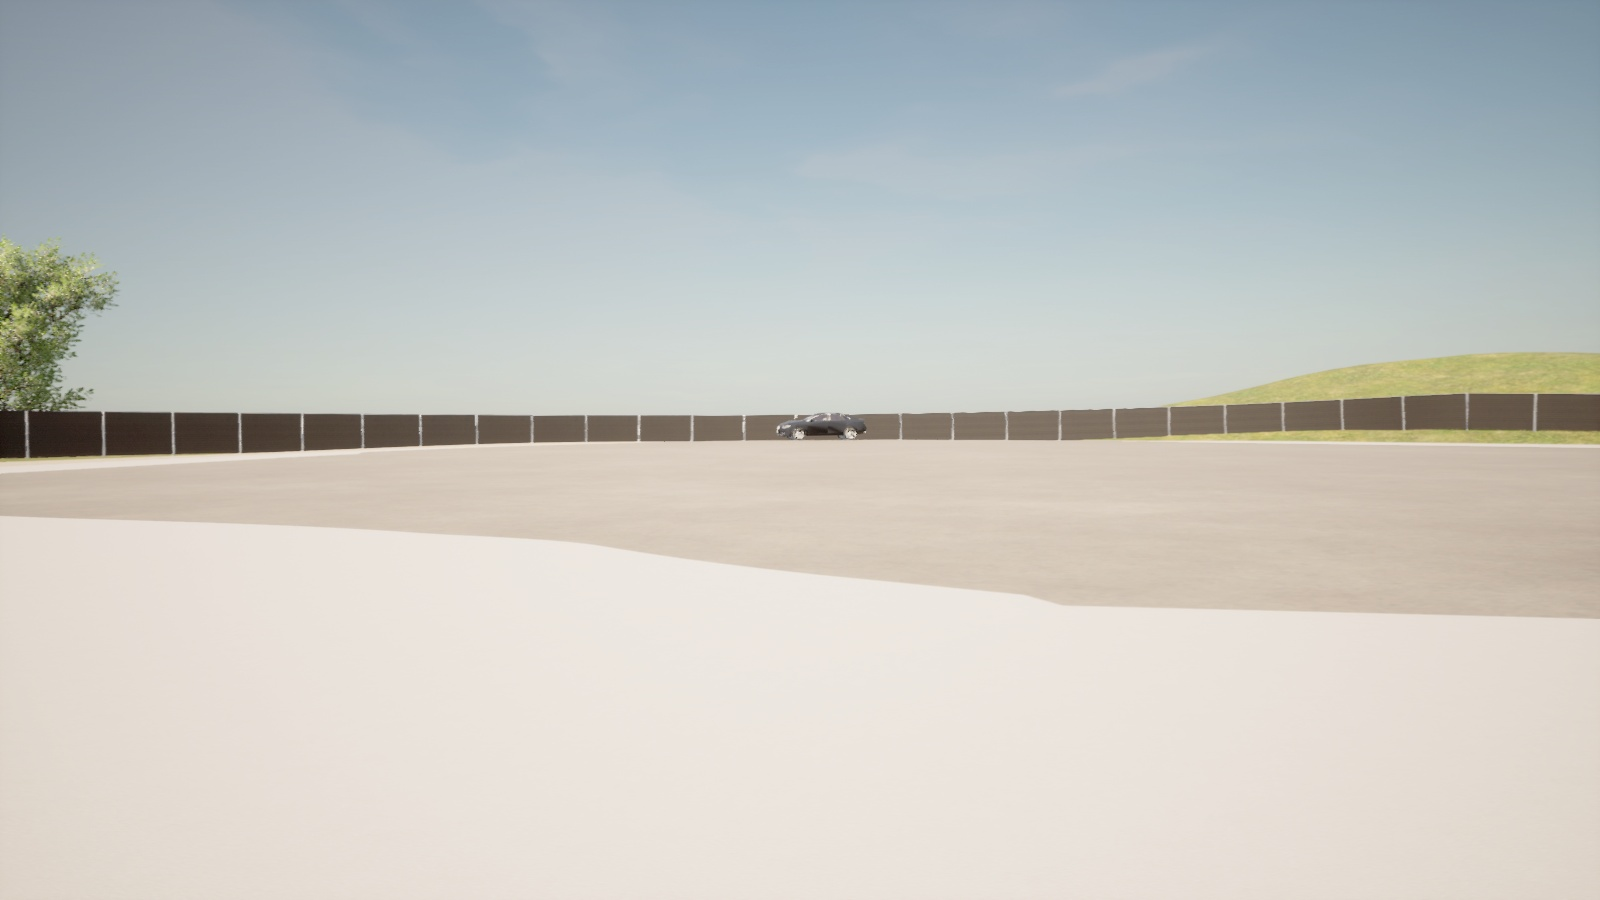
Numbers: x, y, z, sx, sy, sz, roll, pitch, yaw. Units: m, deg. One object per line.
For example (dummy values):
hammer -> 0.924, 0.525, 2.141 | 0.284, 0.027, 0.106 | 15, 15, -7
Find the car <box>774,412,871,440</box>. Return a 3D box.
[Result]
car -> 1.178, -1.297, 68.086 | 4.902, 1.511, 2.128 | 0, 1, -11
